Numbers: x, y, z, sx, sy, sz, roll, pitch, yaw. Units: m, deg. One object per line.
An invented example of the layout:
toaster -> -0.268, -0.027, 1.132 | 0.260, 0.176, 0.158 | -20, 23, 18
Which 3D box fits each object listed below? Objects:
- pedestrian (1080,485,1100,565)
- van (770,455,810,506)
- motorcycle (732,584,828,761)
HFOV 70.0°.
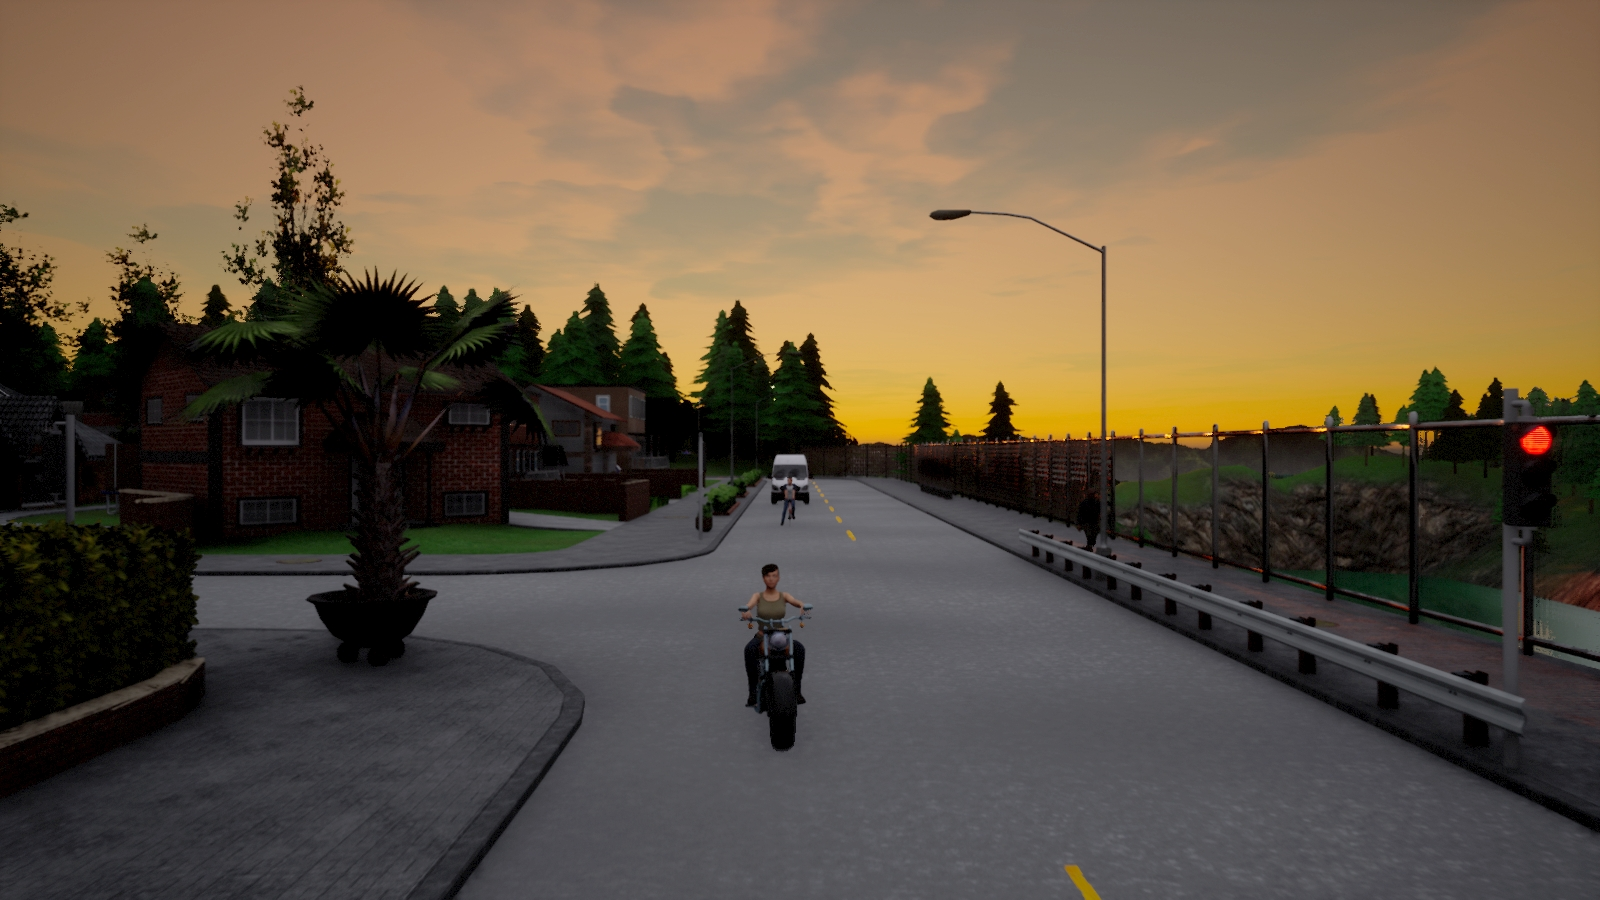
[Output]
pedestrian -> 6.768, 1.743, 26.660 | 0.375, 1.860, 0.375 | 0, 0, -1
van -> -0.507, 1.530, 60.163 | 1.988, 2.561, 5.915 | 0, 0, 0
motorcycle -> -0.252, 2.154, 11.540 | 0.764, 1.307, 2.356 | -1, 0, -6
